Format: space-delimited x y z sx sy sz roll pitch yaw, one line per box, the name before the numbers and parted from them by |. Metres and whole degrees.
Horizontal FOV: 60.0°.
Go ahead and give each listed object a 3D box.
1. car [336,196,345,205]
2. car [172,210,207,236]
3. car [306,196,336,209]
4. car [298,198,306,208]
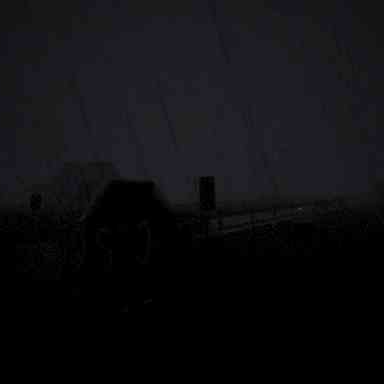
car | 22.411 1.399 51.253 1.812 1.442 4.674 -1 0 34
car | -0.822 1.611 17.431 1.994 1.385 4.181 -1 -1 34
car | 16.623 1.447 42.736 1.812 1.442 4.674 -1 -1 35
car | 16.843 1.502 48.003 2.033 1.411 5.357 -1 0 34
